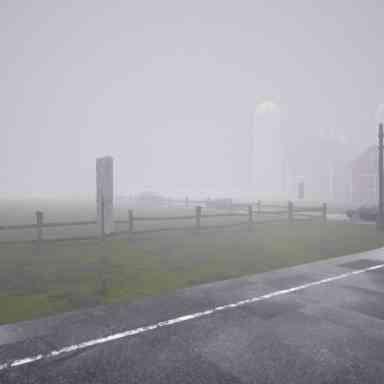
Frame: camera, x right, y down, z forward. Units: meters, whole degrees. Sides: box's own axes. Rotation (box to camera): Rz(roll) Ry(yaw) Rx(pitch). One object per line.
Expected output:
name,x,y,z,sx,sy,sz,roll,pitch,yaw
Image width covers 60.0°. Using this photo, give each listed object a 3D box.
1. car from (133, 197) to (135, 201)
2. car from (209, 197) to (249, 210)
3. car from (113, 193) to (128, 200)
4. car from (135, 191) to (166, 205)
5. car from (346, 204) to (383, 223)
car,-9.057,1.040,59.860,1.994,1.385,4.181,-1,1,-35
car,4.097,1.302,36.559,2.033,1.411,5.357,-1,1,-36
car,-14.903,0.922,68.014,2.033,1.411,5.357,-1,1,-36
car,-6.078,0.813,50.705,2.150,2.045,5.566,-1,0,-36
car,12.751,1.522,22.265,1.895,1.301,4.718,0,1,-17
